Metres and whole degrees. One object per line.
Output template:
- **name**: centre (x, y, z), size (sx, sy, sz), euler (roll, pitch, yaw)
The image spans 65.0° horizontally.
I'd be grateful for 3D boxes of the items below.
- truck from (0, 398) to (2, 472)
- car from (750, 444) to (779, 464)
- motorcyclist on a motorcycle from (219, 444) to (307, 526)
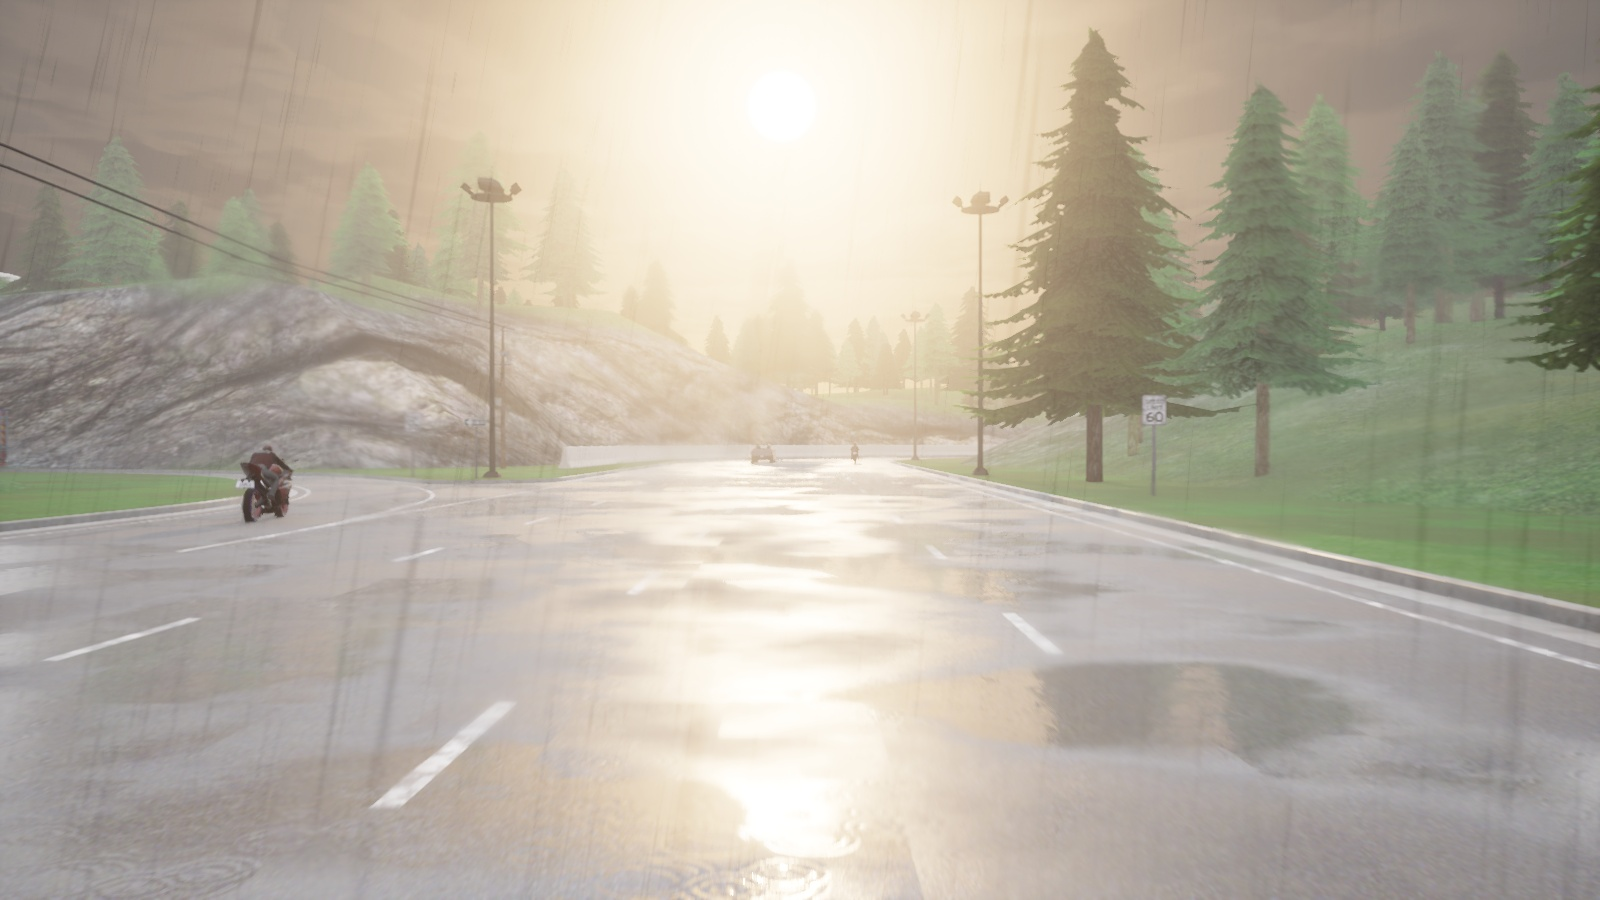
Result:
- **truck**: centre (-46.009, -0.780, 64.512), size (8.468, 3.827, 2.891), euler (0, 0, 5)
- **car**: centre (-2.714, 0.272, 96.409), size (1.845, 1.501, 3.633), euler (0, 0, 5)
- **motorcyclist on a motorcycle**: centre (-10.501, 0.649, 24.642), size (0.866, 1.530, 2.191), euler (0, 0, -3)
